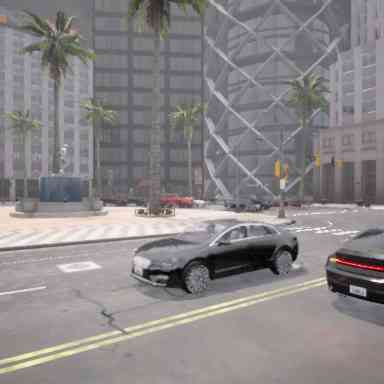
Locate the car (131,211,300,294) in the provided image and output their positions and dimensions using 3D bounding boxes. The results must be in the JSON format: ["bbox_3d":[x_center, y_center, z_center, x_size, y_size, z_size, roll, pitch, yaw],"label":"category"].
[{"bbox_3d":[0.805,1.491,8.851,4.902,1.511,2.128,0,0,-35],"label":"car"}]

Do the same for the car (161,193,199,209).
[{"bbox_3d":[-2.263,1.223,46.851,5.566,2.045,2.150,0,0,32],"label":"car"}]

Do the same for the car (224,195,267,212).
[{"bbox_3d":[5.846,1.493,38.977,2.128,1.511,4.902,0,0,-39],"label":"car"}]

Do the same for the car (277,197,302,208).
[{"bbox_3d":[13.101,1.477,47.111,1.882,1.535,5.008,0,0,-40],"label":"car"}]

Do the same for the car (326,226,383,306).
[{"bbox_3d":[4.923,1.505,7.306,4.892,1.490,1.837,0,0,-35],"label":"car"}]

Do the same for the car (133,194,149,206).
[{"bbox_3d":[-9.930,1.221,53.951,5.566,2.045,2.150,0,0,14],"label":"car"}]

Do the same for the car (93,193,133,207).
[{"bbox_3d":[-12.532,1.221,51.020,5.566,2.045,2.150,0,0,10],"label":"car"}]

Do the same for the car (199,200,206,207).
[{"bbox_3d":[-0.075,1.525,49.487,4.674,1.442,1.812,0,0,32],"label":"car"}]

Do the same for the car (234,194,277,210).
[{"bbox_3d":[7.600,1.224,42.463,2.150,2.045,5.566,0,0,-40],"label":"car"}]

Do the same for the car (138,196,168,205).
[{"bbox_3d":[-7.050,1.491,60.547,4.902,1.511,2.128,0,0,17],"label":"car"}]
